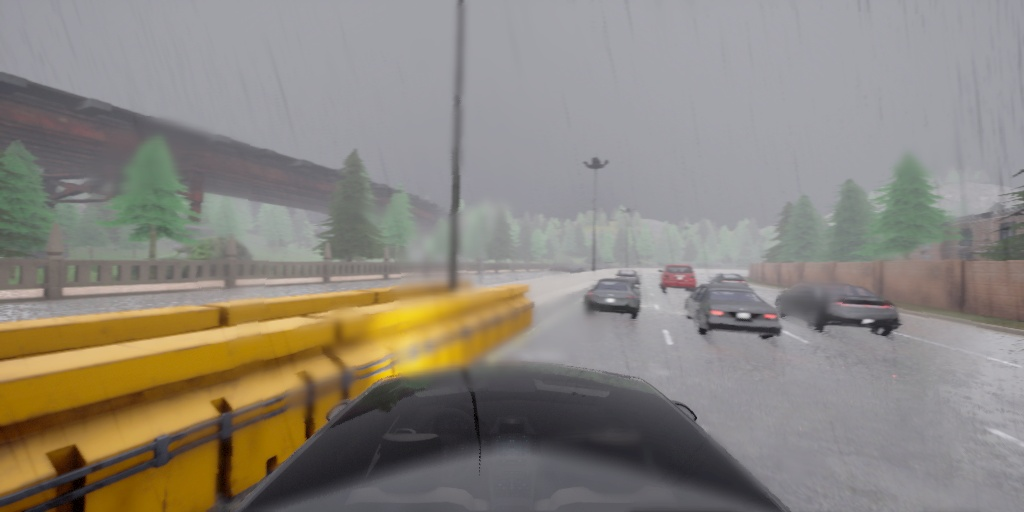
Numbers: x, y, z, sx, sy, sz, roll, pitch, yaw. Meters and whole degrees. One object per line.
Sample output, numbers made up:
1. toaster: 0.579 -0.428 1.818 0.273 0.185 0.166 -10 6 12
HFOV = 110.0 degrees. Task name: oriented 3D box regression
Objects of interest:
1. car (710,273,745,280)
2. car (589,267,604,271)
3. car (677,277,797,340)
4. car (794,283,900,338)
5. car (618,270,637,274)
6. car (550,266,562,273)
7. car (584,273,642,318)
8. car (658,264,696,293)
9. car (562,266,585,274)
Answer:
1. car: 15.853 2.007 26.425 2.128 1.511 4.902 1 -1 20
2. car: 14.354 2.479 60.420 1.994 1.385 4.181 1 -1 28
3. car: 6.737 1.613 11.460 2.033 1.411 5.357 1 -1 20
4. car: 10.783 1.681 12.316 2.128 1.511 4.902 1 -1 20
5. car: 9.267 1.854 28.793 2.128 1.511 4.902 1 -1 20
6. car: 8.386 2.399 64.193 1.895 1.301 4.718 1 -1 29
7. car: 4.220 1.603 14.751 1.994 1.385 4.181 1 -1 20
8. car: 12.168 1.636 26.525 2.150 2.045 5.566 1 -1 20
9. car: 11.013 2.386 61.669 2.033 1.411 5.357 1 -1 28
